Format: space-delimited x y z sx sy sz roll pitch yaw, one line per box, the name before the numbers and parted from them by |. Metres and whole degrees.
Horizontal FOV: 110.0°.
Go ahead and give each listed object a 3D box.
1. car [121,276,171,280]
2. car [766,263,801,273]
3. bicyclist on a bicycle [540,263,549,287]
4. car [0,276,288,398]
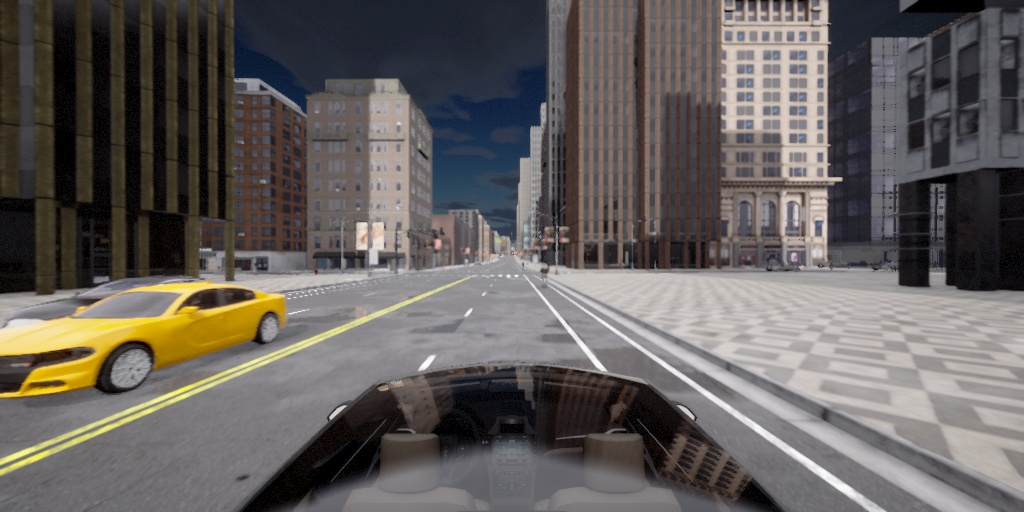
car | -9.849 1.324 9.649 2.128 1.511 4.902 0 -1 0
car | 38.615 1.646 51.057 4.181 1.385 1.994 0 0 0
bicyclist on a bicycle | 2.255 1.375 25.098 0.659 1.776 1.843 0 0 0
car | -6.599 1.281 6.965 1.882 1.535 5.008 0 -1 0
